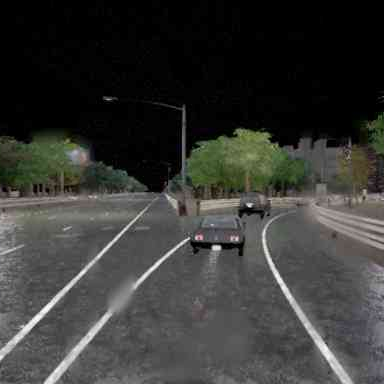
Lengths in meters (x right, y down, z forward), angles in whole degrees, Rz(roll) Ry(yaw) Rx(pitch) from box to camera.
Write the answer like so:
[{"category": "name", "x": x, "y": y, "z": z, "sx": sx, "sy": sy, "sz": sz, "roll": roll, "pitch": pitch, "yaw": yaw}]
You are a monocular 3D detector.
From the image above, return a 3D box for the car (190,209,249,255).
[{"category": "car", "x": 1.217, "y": 1.594, "z": 13.428, "sx": 1.895, "sy": 1.301, "sz": 4.718, "roll": 0, "pitch": 0, "yaw": 10}]

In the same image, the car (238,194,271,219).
[{"category": "car", "x": 5.581, "y": 1.221, "z": 29.315, "sx": 2.150, "sy": 2.045, "sz": 5.566, "roll": 0, "pitch": 0, "yaw": 21}]

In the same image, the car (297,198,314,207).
[{"category": "car", "x": 17.589, "y": 1.580, "z": 50.818, "sx": 1.994, "sy": 1.385, "sz": 4.181, "roll": 0, "pitch": 0, "yaw": 37}]
